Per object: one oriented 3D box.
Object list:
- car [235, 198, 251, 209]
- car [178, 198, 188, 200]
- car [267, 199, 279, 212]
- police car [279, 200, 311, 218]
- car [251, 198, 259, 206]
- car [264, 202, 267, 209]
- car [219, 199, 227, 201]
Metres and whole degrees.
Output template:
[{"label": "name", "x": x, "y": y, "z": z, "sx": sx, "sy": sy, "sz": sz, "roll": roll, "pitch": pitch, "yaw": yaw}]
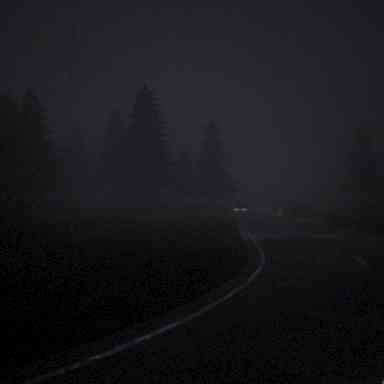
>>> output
[{"label": "car", "x": 8.213, "y": 2.004, "z": 55.826, "sx": 2.033, "sy": 1.411, "sz": 5.357, "roll": 0, "pitch": -1, "yaw": 6}, {"label": "car", "x": -2.590, "y": 2.068, "z": 91.484, "sx": 1.905, "sy": 1.878, "sz": 3.866, "roll": 0, "pitch": -1, "yaw": -26}, {"label": "car", "x": 11.268, "y": 1.826, "z": 43.019, "sx": 1.837, "sy": 1.490, "sz": 4.892, "roll": 0, "pitch": -1, "yaw": 5}, {"label": "police car", "x": 10.373, "y": 1.663, "z": 33.171, "sx": 1.930, "sy": 1.638, "sz": 5.238, "roll": 0, "pitch": -1, "yaw": 5}, {"label": "car", "x": 12.551, "y": 1.964, "z": 67.767, "sx": 1.882, "sy": 1.535, "sz": 5.008, "roll": 0, "pitch": -1, "yaw": 5}, {"label": "car", "x": 11.810, "y": 1.877, "z": 48.994, "sx": 1.837, "sy": 1.490, "sz": 4.892, "roll": 0, "pitch": -1, "yaw": 5}, {"label": "car", "x": 6.448, "y": 1.884, "z": 82.144, "sx": 5.008, "sy": 1.535, "sz": 1.882, "roll": 0, "pitch": -1, "yaw": 6}]
